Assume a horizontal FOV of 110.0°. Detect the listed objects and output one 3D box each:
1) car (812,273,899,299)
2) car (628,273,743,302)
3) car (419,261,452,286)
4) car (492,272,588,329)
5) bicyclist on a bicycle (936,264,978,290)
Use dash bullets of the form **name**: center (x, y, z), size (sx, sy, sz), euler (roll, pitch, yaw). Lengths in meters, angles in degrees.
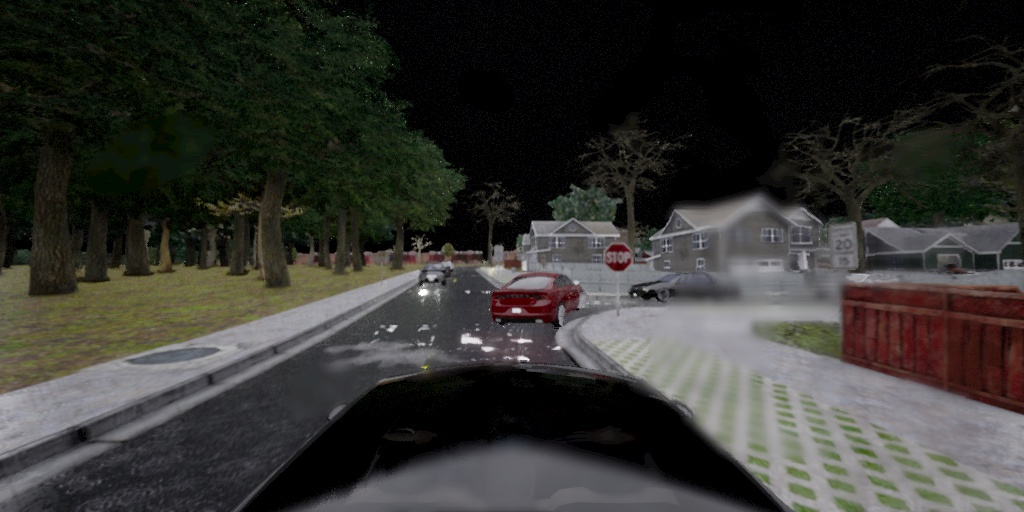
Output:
- **car**: center (18.950, 1.668, 19.504), size (4.674, 1.442, 1.812), euler (1, -3, -7)
- **car**: center (8.717, 1.557, 18.107), size (5.357, 1.411, 2.033), euler (1, -3, -8)
- **car**: center (-5.730, 1.305, 26.430), size (2.128, 1.511, 4.902), euler (0, 0, -8)
- **car**: center (1.053, 1.260, 11.751), size (1.882, 1.535, 5.008), euler (-3, 0, 22)
- **bicyclist on a bicycle**: center (16.514, 1.112, 13.279), size (0.582, 1.620, 1.656), euler (1, -3, -8)
